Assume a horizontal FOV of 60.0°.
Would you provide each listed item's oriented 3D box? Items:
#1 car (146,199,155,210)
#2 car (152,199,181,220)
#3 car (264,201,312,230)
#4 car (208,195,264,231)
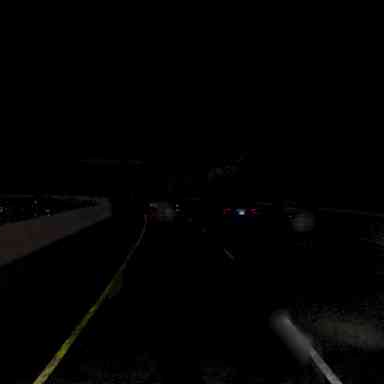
[{"bbox_3d":[-4.795,1.591,42.762,1.895,1.301,4.718,0,0,-13],"label":"car"},{"bbox_3d":[-2.062,1.556,27.763,1.994,1.385,4.181,0,0,-8],"label":"car"},{"bbox_3d":[5.856,1.510,20.889,1.812,1.442,4.674,0,0,-6],"label":"car"},{"bbox_3d":[2.394,1.211,20.528,2.150,2.045,5.566,0,0,-6],"label":"car"}]
